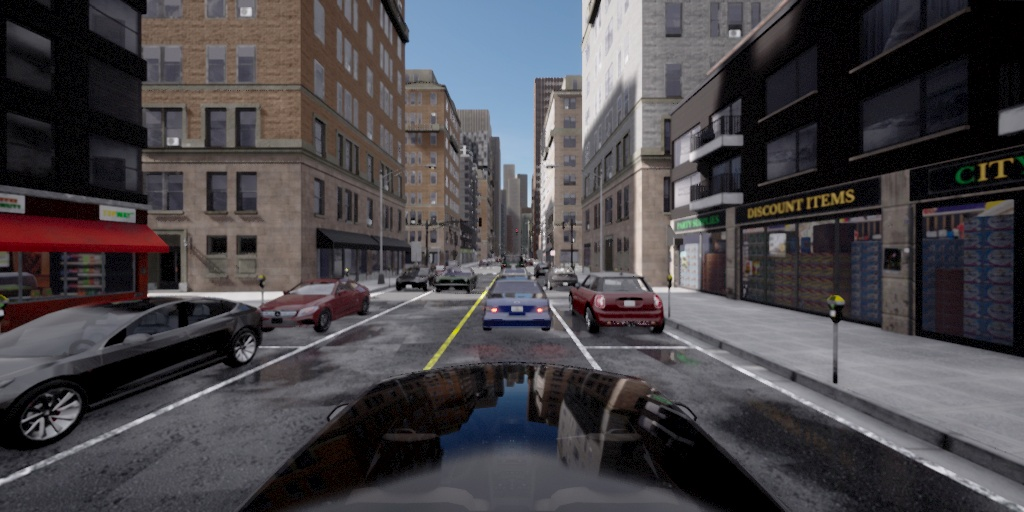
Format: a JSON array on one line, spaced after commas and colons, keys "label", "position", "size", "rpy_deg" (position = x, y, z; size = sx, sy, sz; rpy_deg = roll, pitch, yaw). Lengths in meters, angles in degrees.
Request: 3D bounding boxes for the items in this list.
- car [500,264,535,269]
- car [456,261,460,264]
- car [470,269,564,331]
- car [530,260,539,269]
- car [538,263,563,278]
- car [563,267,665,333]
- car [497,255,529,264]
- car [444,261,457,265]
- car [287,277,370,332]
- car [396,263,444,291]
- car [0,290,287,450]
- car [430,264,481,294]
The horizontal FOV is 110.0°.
[{"label": "car", "position": [0.152, 1.327, 21.412], "size": [1.895, 1.301, 4.718], "rpy_deg": [0, 0, 0]}, {"label": "car", "position": [-5.585, 1.153, 32.721], "size": [1.967, 1.591, 4.097], "rpy_deg": [0, 0, 0]}, {"label": "car", "position": [0.125, 1.286, 10.906], "size": [2.033, 1.411, 5.357], "rpy_deg": [0, 0, 0]}, {"label": "car", "position": [2.941, 1.279, 32.696], "size": [1.948, 1.339, 4.313], "rpy_deg": [0, 0, 0]}, {"label": "car", "position": [2.909, 1.276, 21.694], "size": [2.007, 1.370, 4.403], "rpy_deg": [0, 0, 0]}, {"label": "car", "position": [2.878, 1.178, 10.691], "size": [1.967, 1.591, 4.097], "rpy_deg": [0, 0, 0]}, {"label": "car", "position": [0.090, 0.937, 31.443], "size": [2.150, 2.045, 5.566], "rpy_deg": [0, 0, 0]}, {"label": "car", "position": [-5.601, 1.301, 27.219], "size": [1.802, 1.307, 4.207], "rpy_deg": [0, 0, 0]}, {"label": "car", "position": [-5.647, 1.320, 10.715], "size": [1.802, 1.307, 4.207], "rpy_deg": [0, 0, 0]}, {"label": "car", "position": [-5.616, 1.291, 21.718], "size": [1.948, 1.339, 4.313], "rpy_deg": [0, 0, 0]}, {"label": "car", "position": [-5.663, 1.311, 5.214], "size": [1.948, 1.339, 4.313], "rpy_deg": [0, 0, 0]}, {"label": "car", "position": [-3.041, 1.328, 20.336], "size": [1.895, 1.301, 4.718], "rpy_deg": [0, 0, 0]}]
